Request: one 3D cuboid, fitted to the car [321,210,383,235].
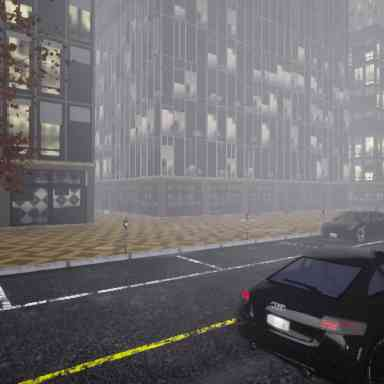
[{"bbox_3d":[8.140,1.563,16.226,4.313,1.339,1.947,0,0,-36],"label":"car"}]

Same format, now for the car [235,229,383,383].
[{"bbox_3d":[2.682,1.564,5.228,4.181,1.385,1.994,0,0,-35],"label":"car"}]
